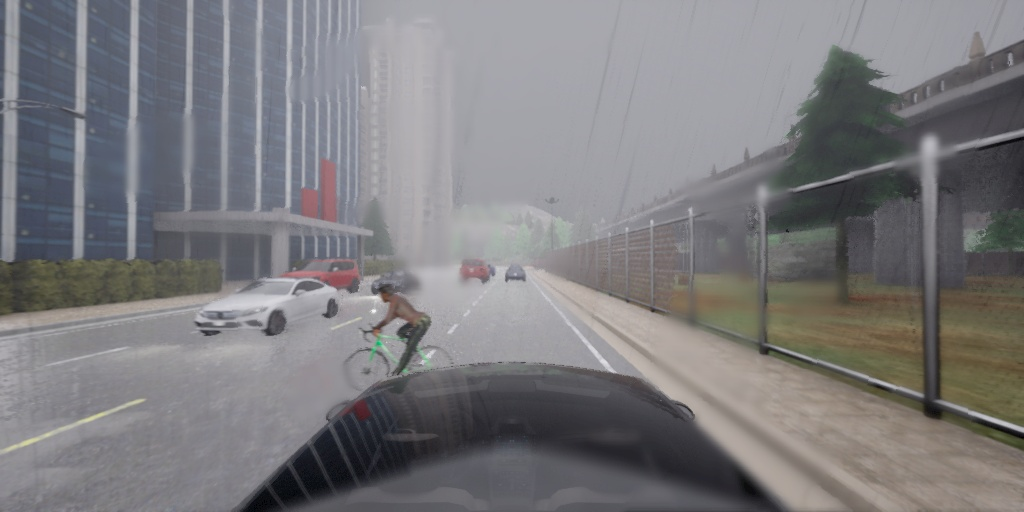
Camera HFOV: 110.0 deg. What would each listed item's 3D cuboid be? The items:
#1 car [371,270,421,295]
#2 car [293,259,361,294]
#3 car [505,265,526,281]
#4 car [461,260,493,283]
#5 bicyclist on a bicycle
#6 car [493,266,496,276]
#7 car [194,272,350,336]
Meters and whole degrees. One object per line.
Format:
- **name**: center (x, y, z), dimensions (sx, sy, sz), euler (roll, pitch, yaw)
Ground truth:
- **car**: center (-6.936, 1.555, 21.835), dimensions (1.994, 1.385, 4.181), euler (0, -1, 1)
- **car**: center (-10.403, 1.188, 19.781), dimensions (2.150, 2.045, 5.566), euler (0, -1, 1)
- **car**: center (0.328, 1.716, 35.197), dimensions (1.994, 1.385, 4.181), euler (0, -1, 1)
- **car**: center (-3.212, 1.336, 32.061), dimensions (2.150, 2.045, 5.566), euler (0, -1, 1)
- **bicyclist on a bicycle**: center (-1.714, 1.247, 5.400), dimensions (1.656, 1.620, 0.582), euler (-2, -1, 0)
- **car**: center (-3.111, 1.760, 45.936), dimensions (1.882, 1.535, 5.008), euler (0, -1, 1)
- **car**: center (-7.030, 1.385, 10.967), dimensions (1.812, 1.442, 4.674), euler (0, -1, 0)
